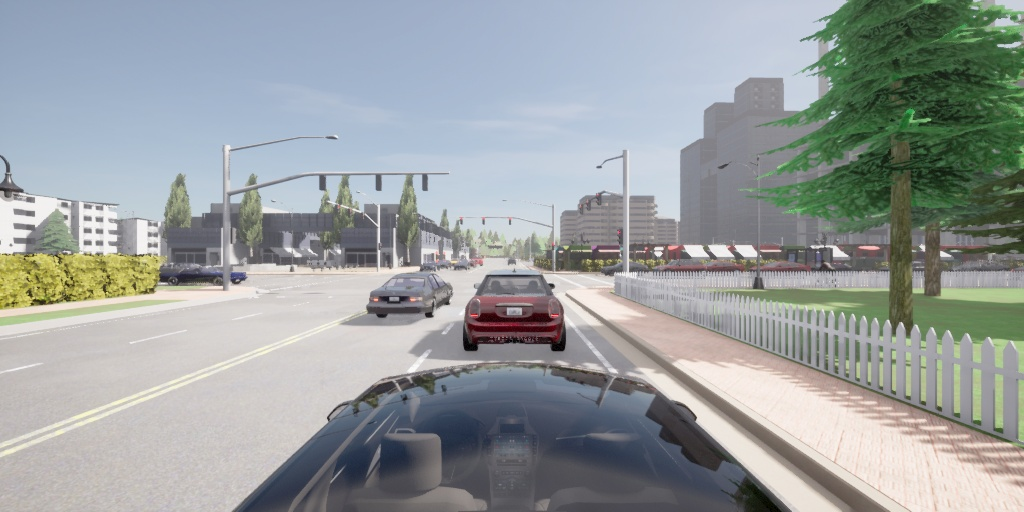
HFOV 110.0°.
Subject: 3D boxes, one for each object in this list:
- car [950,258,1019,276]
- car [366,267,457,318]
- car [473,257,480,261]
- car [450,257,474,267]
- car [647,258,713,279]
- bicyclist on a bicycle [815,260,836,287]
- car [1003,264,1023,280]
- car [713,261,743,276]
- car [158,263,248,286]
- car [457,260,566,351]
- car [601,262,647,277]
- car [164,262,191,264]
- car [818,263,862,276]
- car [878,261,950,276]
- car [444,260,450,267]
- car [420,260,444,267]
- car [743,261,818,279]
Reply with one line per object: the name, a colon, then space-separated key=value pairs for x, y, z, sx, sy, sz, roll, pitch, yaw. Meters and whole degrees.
car: x=47.618 y=1.254 z=36.601 sx=4.902 sy=1.511 sz=2.128 roll=0 pitch=0 yaw=-1
car: x=-3.418 y=1.297 z=12.963 sx=2.033 sy=1.411 sz=5.357 roll=0 pitch=0 yaw=0
car: x=-7.079 y=1.351 z=61.025 sx=1.895 sy=1.301 sz=4.718 roll=0 pitch=0 yaw=0
car: x=-7.094 y=1.297 z=51.437 sx=2.033 sy=1.411 sz=5.357 roll=0 pitch=0 yaw=0
car: x=15.079 y=1.102 z=32.376 sx=4.553 sy=1.767 sz=2.097 roll=0 pitch=0 yaw=-1
bicyclist on a bicycle: x=18.791 y=1.052 z=21.483 sx=0.582 sy=1.620 sz=1.656 roll=0 pitch=0 yaw=-1
car: x=43.879 y=1.314 z=29.433 sx=4.181 sy=1.385 sz=1.994 roll=0 pitch=0 yaw=-3
car: x=20.555 y=1.228 z=36.017 sx=5.008 sy=1.535 sz=1.882 roll=0 pitch=0 yaw=-1
car: x=-20.881 y=1.351 z=24.378 sx=4.718 sy=1.301 sz=1.895 roll=0 pitch=0 yaw=-1
car: x=0.064 y=1.102 z=9.128 sx=2.097 sy=1.767 sz=4.553 roll=0 pitch=0 yaw=0
car: x=11.231 y=1.276 z=35.763 sx=4.674 sy=1.442 sz=1.812 roll=0 pitch=0 yaw=-1
car: x=-25.390 y=1.242 z=27.774 sx=4.902 sy=1.511 sz=2.128 roll=0 pitch=0 yaw=-2
car: x=32.287 y=1.351 z=36.306 sx=4.718 sy=1.301 sz=1.895 roll=0 pitch=0 yaw=-1
car: x=36.435 y=1.255 z=32.898 sx=4.892 sy=1.490 sz=1.837 roll=0 pitch=0 yaw=-1
car: x=-10.596 y=1.297 z=56.165 sx=2.033 sy=1.411 sz=5.357 roll=0 pitch=0 yaw=0
car: x=-10.625 y=1.314 z=46.903 sx=1.994 sy=1.385 sz=4.181 roll=0 pitch=0 yaw=1
car: x=24.292 y=1.228 z=32.606 sx=5.008 sy=1.535 sz=1.882 roll=0 pitch=0 yaw=-1
